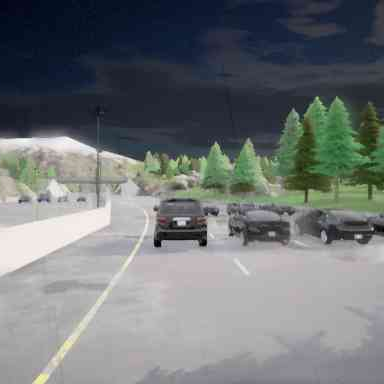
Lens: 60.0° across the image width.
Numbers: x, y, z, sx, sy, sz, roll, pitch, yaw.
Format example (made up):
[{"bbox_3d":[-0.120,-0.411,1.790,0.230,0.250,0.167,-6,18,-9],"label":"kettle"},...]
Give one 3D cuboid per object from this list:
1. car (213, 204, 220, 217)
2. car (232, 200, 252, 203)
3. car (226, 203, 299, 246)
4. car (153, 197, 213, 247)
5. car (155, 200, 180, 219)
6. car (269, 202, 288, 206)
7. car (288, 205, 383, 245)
[{"bbox_3d":[1.138,1.614,30.881,1.895,1.301,4.718,0,0,-9],"label":"car"},{"bbox_3d":[4.603,1.493,31.377,2.128,1.511,4.902,0,0,-9],"label":"car"},{"bbox_3d":[2.910,1.482,15.295,1.882,1.535,5.008,0,0,-4],"label":"car"},{"bbox_3d":[-0.583,1.255,15.061,2.150,2.045,5.566,0,0,-4],"label":"car"},{"bbox_3d":[-2.318,1.514,30.325,1.837,1.490,4.892,0,0,-9],"label":"car"},{"bbox_3d":[8.058,1.614,31.933,1.895,1.301,4.718,0,0,-9],"label":"car"},{"bbox_3d":[6.400,1.514,15.559,1.837,1.490,4.892,0,0,-4],"label":"car"}]
